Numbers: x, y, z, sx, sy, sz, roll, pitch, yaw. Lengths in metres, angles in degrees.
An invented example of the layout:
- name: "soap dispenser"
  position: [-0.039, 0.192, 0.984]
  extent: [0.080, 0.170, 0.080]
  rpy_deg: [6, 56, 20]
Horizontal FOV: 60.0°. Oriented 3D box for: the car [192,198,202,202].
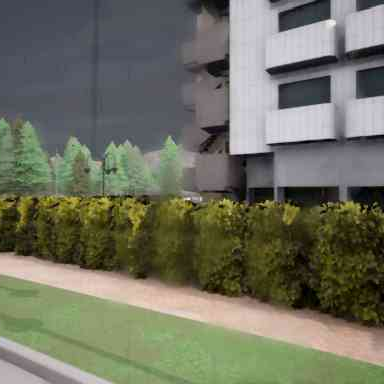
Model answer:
- name: "car"
  position: [0.720, 1.547, 44.074]
  extent: [2.033, 1.411, 5.357]
  rpy_deg: [0, 0, 35]
